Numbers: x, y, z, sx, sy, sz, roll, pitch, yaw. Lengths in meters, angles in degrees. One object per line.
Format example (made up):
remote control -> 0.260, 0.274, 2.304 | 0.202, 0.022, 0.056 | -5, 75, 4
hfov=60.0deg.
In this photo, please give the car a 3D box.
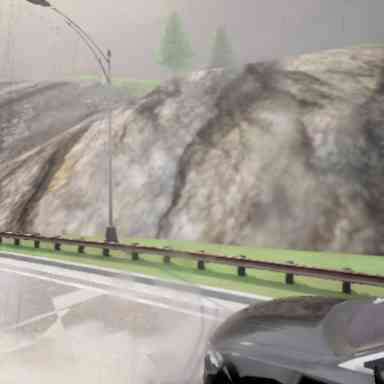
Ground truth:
car -> 2.316, 1.451, 2.319 | 4.902, 1.511, 2.128 | 0, 0, 36
